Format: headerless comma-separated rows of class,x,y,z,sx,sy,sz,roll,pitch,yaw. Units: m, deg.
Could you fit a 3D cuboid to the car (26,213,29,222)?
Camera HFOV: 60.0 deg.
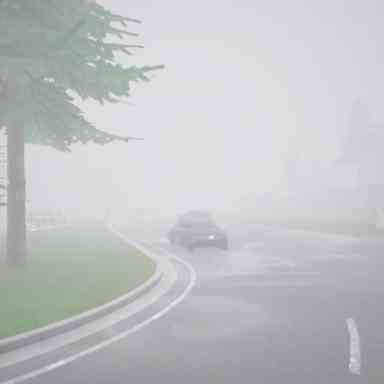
car,-18.567,2.961,39.556,1.994,1.385,4.181,-1,-2,-5

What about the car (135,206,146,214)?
car,-9.521,3.266,61.544,2.128,1.511,4.902,-1,-2,-7

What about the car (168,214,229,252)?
car,0.185,1.989,16.323,1.994,1.385,4.181,-1,-2,-19

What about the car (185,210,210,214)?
car,0.278,2.186,26.442,1.837,1.490,4.892,-1,-2,-20

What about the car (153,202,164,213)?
car,-6.834,3.109,68.024,2.150,2.045,5.566,-1,-1,-7

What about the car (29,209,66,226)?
car,-14.752,2.676,34.800,1.882,1.535,5.008,-1,-1,-2

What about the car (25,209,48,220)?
car,-23.352,3.290,50.161,1.812,1.442,4.674,-1,-1,-7
